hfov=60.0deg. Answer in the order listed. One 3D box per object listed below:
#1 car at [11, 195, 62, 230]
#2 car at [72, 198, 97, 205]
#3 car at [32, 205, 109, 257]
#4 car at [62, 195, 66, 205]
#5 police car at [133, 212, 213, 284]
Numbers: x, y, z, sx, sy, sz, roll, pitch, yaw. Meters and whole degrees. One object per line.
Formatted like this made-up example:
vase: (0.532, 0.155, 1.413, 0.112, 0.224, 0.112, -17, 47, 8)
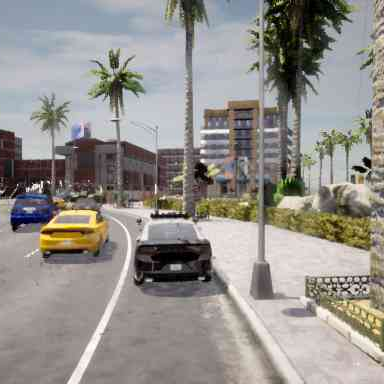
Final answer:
car: (-9.905, 1.214, 21.240, 2.150, 2.045, 5.566, 0, 0, -17)
car: (-9.487, 1.345, 29.473, 2.097, 1.767, 4.553, 0, 0, -23)
car: (-4.374, 1.475, 12.983, 1.882, 1.535, 5.008, 0, 0, -9)
car: (-18.001, 1.463, 43.162, 1.882, 1.535, 5.008, 0, 0, -41)
police car: (-0.678, 1.424, 9.770, 1.930, 1.638, 5.238, 0, 0, -7)
